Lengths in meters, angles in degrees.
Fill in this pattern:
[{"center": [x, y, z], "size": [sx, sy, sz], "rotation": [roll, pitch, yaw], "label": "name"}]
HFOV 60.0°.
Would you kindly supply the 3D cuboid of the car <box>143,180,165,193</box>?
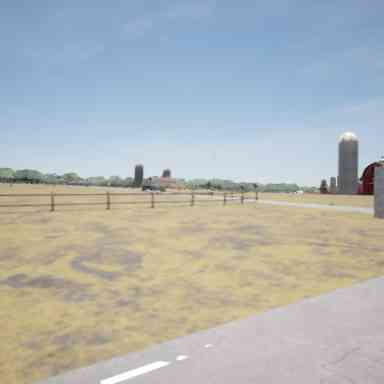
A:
[{"center": [-6.819, -0.986, 58.335], "size": [2.150, 2.045, 5.566], "rotation": [1, 2, -36], "label": "car"}]
